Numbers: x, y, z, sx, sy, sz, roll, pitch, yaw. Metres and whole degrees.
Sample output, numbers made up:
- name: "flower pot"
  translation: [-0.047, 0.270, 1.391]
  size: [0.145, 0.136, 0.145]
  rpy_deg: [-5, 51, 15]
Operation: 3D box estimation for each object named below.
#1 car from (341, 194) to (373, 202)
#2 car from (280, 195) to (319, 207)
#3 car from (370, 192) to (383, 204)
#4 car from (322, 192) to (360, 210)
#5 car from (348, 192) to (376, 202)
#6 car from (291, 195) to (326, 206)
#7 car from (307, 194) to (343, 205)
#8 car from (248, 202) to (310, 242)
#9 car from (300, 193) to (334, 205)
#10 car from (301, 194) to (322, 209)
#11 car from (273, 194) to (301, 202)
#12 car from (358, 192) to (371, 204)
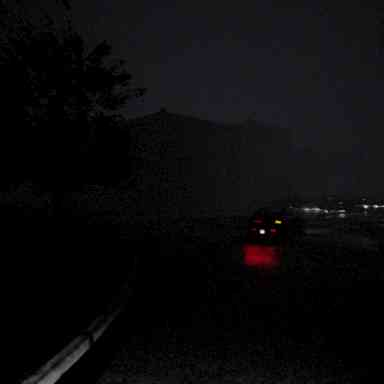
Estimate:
- name: "car"
  translation: [31.677, 1.117, 63.927]
  size: [2.097, 1.535, 5.008]
  rpy_deg: [0, 1, -44]
- name: "car"
  translation: [15.694, 1.228, 48.720]
  size: [2.097, 1.535, 5.008]
  rpy_deg: [0, 1, -44]
- name: "car"
  translation: [30.424, 1.149, 52.180]
  size: [5.357, 1.411, 2.033]
  rpy_deg: [0, 1, -44]
- name: "car"
  translation: [18.255, 1.219, 40.735]
  size: [4.553, 1.767, 2.097]
  rpy_deg: [0, 1, -43]
- name: "car"
  translation: [33.657, 0.976, 65.844]
  size: [2.185, 1.767, 4.553]
  rpy_deg: [0, 1, -44]
- name: "car"
  translation: [17.695, 1.259, 50.614]
  size: [2.002, 1.452, 4.674]
  rpy_deg: [0, 1, -44]
- name: "car"
  translation: [21.688, 1.198, 54.425]
  size: [2.231, 1.521, 4.892]
  rpy_deg: [0, 1, -44]
- name: "car"
  translation: [4.284, 1.462, 16.504]
  size: [1.837, 1.490, 4.892]
  rpy_deg: [0, 0, 30]
- name: "car"
  translation: [19.714, 1.084, 52.492]
  size: [2.185, 1.767, 4.553]
  rpy_deg: [0, 1, -44]
- name: "car"
  translation: [16.380, 1.384, 43.094]
  size: [4.181, 1.385, 1.994]
  rpy_deg: [0, 1, -43]
- name: "car"
  translation: [13.719, 1.108, 46.787]
  size: [2.185, 1.767, 4.553]
  rpy_deg: [0, 1, -44]
- name: "car"
  translation: [28.356, 1.065, 54.353]
  size: [4.892, 1.490, 1.837]
  rpy_deg: [0, 1, -44]
